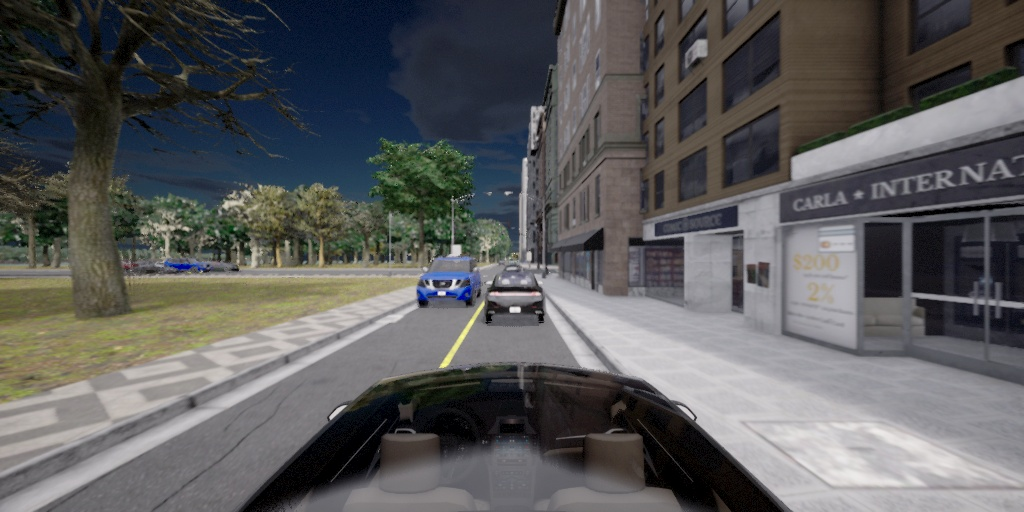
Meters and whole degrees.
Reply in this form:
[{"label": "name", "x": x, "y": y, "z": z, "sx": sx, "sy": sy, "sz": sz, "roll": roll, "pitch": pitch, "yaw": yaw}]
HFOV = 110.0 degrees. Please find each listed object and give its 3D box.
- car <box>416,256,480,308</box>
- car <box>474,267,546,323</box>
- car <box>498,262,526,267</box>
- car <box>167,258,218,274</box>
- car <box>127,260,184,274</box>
[{"label": "car", "x": -2.593, "y": 1.038, "z": 16.012, "sx": 2.150, "sy": 2.045, "sz": 5.566, "roll": 0, "pitch": 0, "yaw": 0}, {"label": "car", "x": 0.096, "y": 1.290, "z": 12.373, "sx": 2.128, "sy": 1.511, "sz": 4.902, "roll": 0, "pitch": 0, "yaw": 0}, {"label": "car", "x": 0.100, "y": 1.410, "z": 28.542, "sx": 1.812, "sy": 1.442, "sz": 4.674, "roll": 0, "pitch": 0, "yaw": 0}, {"label": "car", "x": -43.282, "y": 1.286, "z": 47.930, "sx": 5.566, "sy": 2.045, "sz": 2.150, "roll": 0, "pitch": 0, "yaw": 1}, {"label": "car", "x": -44.368, "y": 1.606, "z": 44.679, "sx": 4.674, "sy": 1.442, "sz": 1.812, "roll": 0, "pitch": 0, "yaw": 1}]
